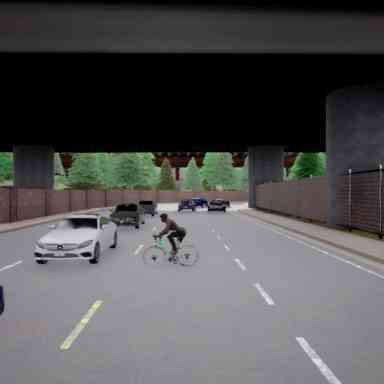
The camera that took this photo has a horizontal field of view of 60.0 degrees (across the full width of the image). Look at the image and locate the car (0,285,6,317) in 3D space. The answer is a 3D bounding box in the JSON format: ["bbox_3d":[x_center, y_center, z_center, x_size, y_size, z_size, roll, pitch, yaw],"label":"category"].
[{"bbox_3d":[-3.632,1.601,2.678,1.895,1.301,4.718,0,0,-2],"label":"car"}]

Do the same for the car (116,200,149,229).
[{"bbox_3d":[-4.176,1.505,21.814,1.837,1.490,4.892,0,0,-2],"label":"car"}]

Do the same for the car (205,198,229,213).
[{"bbox_3d":[2.776,1.564,37.356,1.994,1.385,4.181,0,0,4],"label":"car"}]

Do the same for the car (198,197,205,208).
[{"bbox_3d":[1.071,1.478,48.643,1.882,1.535,5.008,0,0,15],"label":"car"}]

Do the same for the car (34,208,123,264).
[{"bbox_3d":[-3.901,1.526,11.949,1.812,1.442,4.674,0,0,-2],"label":"car"}]

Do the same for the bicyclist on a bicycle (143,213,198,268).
[{"bbox_3d":[-0.642,1.455,9.844,1.656,1.620,0.582,-2,0,-2],"label":"bicyclist on a bicycle"}]

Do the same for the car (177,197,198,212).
[{"bbox_3d":[-0.577,1.526,38.974,1.812,1.442,4.674,0,0,3],"label":"car"}]

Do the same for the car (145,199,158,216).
[{"bbox_3d":[-4.393,1.505,32.156,1.837,1.490,4.892,0,0,-1],"label":"car"}]
